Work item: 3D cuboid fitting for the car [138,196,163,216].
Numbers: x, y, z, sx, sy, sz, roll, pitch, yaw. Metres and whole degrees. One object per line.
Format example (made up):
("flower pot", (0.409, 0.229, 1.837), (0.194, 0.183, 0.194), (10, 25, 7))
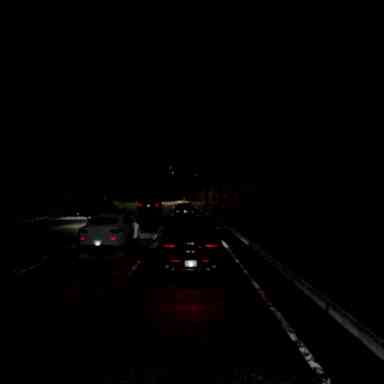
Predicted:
("car", (-4.129, 1.368, 33.239), (2.150, 2.045, 5.566), (0, 0, -3))

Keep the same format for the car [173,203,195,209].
("car", (-0.706, 1.675, 30.024), (2.033, 1.411, 5.357), (0, 0, -3))

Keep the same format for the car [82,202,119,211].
("car", (-7.306, 1.594, 27.777), (1.882, 1.535, 5.008), (0, 0, -3))

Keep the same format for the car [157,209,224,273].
("car", (-0.063, 1.543, 10.825), (1.837, 1.490, 4.892), (0, 0, -1))

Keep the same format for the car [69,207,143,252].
("car", (-3.374, 1.575, 14.017), (1.812, 1.442, 4.674), (0, 0, -1))

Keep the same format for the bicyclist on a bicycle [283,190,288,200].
("bicyclist on a bicycle", (15.703, 0.517, 55.919), (0.582, 1.620, 1.656), (-2, -1, -5))

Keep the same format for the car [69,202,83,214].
("car", (-10.869, 1.700, 33.956), (2.033, 1.411, 5.357), (0, 0, -3))
